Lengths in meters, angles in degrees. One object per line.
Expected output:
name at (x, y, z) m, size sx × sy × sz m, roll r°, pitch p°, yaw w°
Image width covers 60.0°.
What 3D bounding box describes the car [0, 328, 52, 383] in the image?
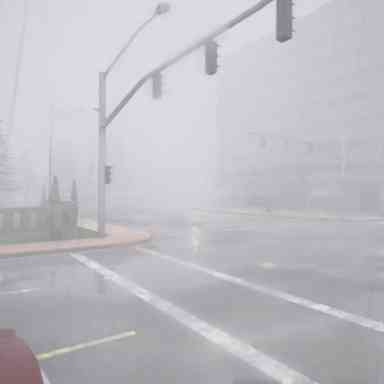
car at (-3.136, 1.590, 1.537) m, size 4.718 × 1.301 × 1.895 m, roll 0°, pitch 0°, yaw -35°
